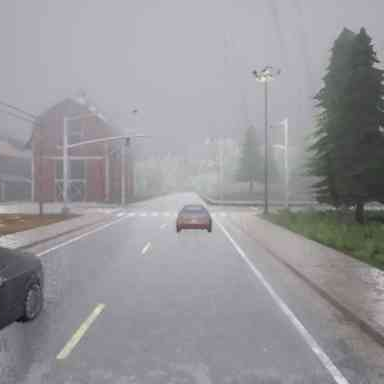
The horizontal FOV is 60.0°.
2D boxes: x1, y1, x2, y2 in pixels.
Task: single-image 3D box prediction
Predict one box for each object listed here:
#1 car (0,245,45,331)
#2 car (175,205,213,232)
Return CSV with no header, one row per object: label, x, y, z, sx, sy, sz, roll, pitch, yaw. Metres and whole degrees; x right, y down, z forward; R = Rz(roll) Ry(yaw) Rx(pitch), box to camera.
car,-3.596,1.487,4.385,1.812,1.442,4.674,0,0,0
car,0.104,1.401,18.752,1.994,1.385,4.181,0,0,0
